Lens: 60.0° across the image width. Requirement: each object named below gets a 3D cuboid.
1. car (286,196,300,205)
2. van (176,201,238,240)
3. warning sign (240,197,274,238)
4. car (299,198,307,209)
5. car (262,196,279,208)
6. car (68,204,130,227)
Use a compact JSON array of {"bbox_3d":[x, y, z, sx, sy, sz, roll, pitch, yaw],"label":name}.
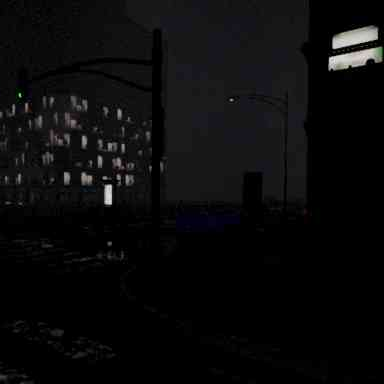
[{"bbox_3d":[16.399,1.361,53.269,1.752,1.417,4.829,1,1,35],"label":"car"},{"bbox_3d":[0.875,1.367,16.991,1.690,1.788,3.998,1,1,35],"label":"van"},{"bbox_3d":[3.157,1.176,16.096,1.300,1.860,1.060,1,1,35],"label":"warning sign"},{"bbox_3d":[15.639,1.440,42.313,1.837,1.490,4.892,1,1,36],"label":"car"},{"bbox_3d":[10.082,1.291,44.390,1.967,1.590,4.097,1,1,35],"label":"car"},{"bbox_3d":[-5.956,1.464,21.852,1.947,1.339,4.313,1,1,35],"label":"car"}]
